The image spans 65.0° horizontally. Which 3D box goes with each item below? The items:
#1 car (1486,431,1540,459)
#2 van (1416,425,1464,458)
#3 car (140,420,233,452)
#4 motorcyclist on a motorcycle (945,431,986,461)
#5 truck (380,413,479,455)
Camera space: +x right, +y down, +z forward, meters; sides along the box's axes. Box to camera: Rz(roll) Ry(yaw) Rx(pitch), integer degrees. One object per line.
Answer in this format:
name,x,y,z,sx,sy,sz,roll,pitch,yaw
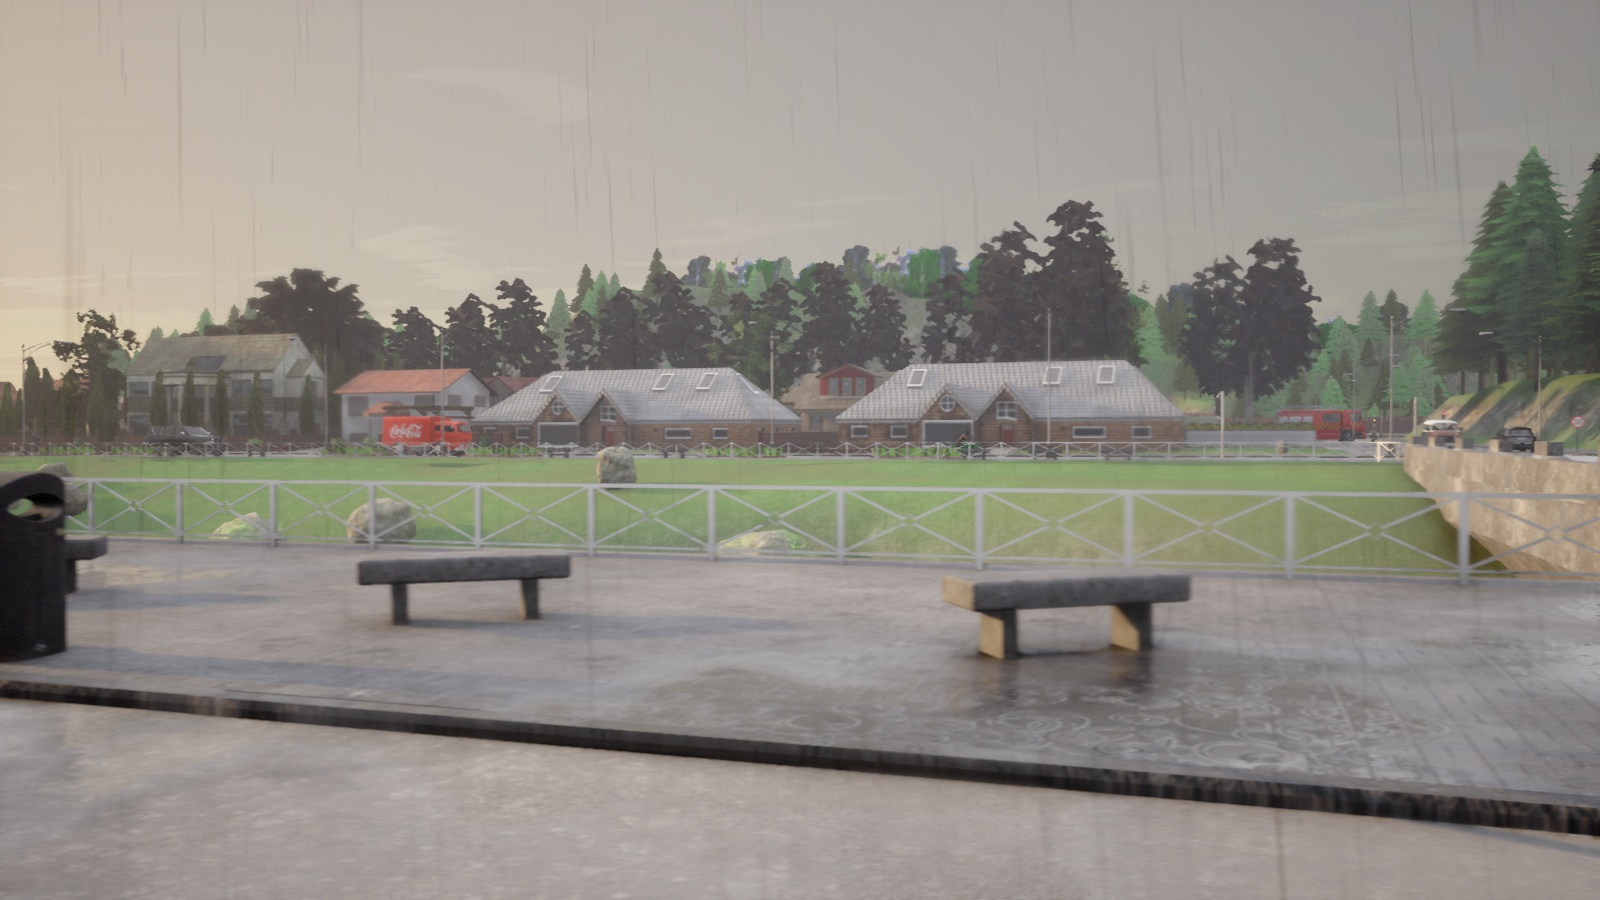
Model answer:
car,44.331,-0.328,78.159,2.033,1.649,4.856,1,1,19
van,40.689,-0.576,79.878,2.069,2.038,4.480,1,1,19
car,-40.235,-0.924,82.301,5.566,2.045,2.150,1,1,19
motorcyclist on a motorcycle,8.674,-0.213,65.839,2.044,1.523,0.797,1,1,19
truck,-22.496,-0.967,76.326,5.204,2.467,2.627,1,1,19
